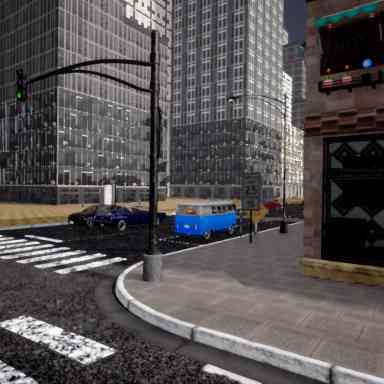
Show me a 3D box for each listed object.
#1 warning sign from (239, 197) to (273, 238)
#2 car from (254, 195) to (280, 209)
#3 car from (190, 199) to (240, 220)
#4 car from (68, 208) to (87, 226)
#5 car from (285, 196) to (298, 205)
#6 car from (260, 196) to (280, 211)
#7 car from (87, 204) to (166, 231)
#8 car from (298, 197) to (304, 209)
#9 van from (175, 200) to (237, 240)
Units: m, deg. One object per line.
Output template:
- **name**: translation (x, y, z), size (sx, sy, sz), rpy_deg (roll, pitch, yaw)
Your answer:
- **warning sign**: translation (3.109, 1.177, 16.137), size (1.300, 1.860, 1.060), rpy_deg (1, 1, 35)
- **car**: translation (10.058, 1.294, 44.425), size (1.967, 1.590, 4.097), rpy_deg (1, 1, 35)
- **car**: translation (2.093, 1.412, 28.786), size (2.128, 1.511, 4.902), rpy_deg (1, 1, 35)
- **car**: translation (-5.998, 1.467, 21.900), size (1.947, 1.339, 4.313), rpy_deg (1, 1, 35)
- **car**: translation (16.381, 1.364, 53.299), size (1.752, 1.417, 4.829), rpy_deg (1, 1, 35)
- **car**: translation (8.185, 1.504, 37.322), size (1.895, 1.301, 4.718), rpy_deg (1, 1, 36)
- **car**: translation (-3.787, 1.541, 20.541), size (1.895, 1.301, 4.718), rpy_deg (1, 1, 35)
- **car**: translation (15.554, 1.415, 42.259), size (1.882, 1.535, 5.008), rpy_deg (1, 1, 36)
- **van**: translation (0.829, 1.368, 17.033), size (1.690, 1.788, 3.998), rpy_deg (1, 1, 35)
